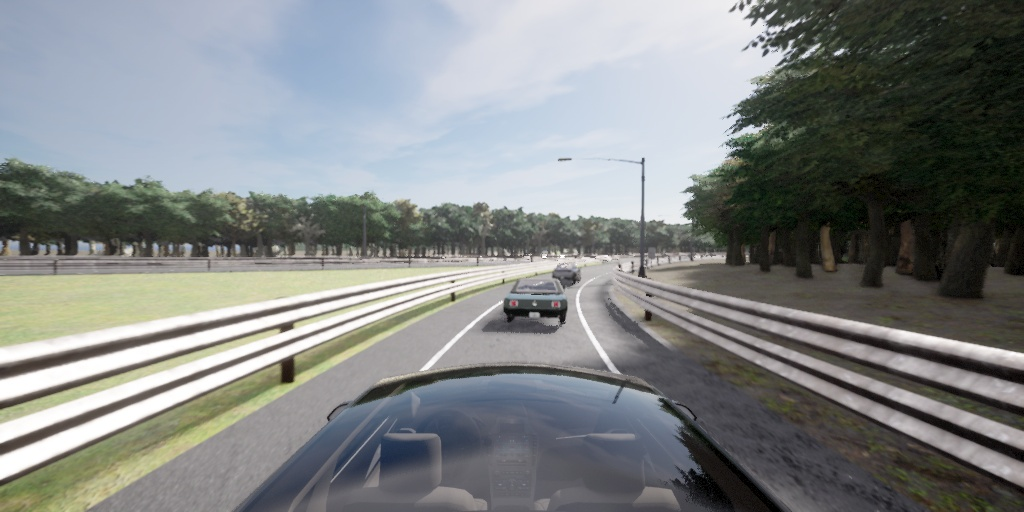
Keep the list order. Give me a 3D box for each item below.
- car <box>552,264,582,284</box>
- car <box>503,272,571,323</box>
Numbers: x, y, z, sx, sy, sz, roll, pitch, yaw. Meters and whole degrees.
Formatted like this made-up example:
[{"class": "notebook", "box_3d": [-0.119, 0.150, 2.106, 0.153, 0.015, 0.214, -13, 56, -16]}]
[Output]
[{"class": "car", "box_3d": [4.382, 1.366, 28.372, 2.128, 1.511, 4.902, 1, 0, 17]}, {"class": "car", "box_3d": [0.918, 1.413, 12.460, 1.895, 1.301, 4.718, 0, 0, 7]}]
